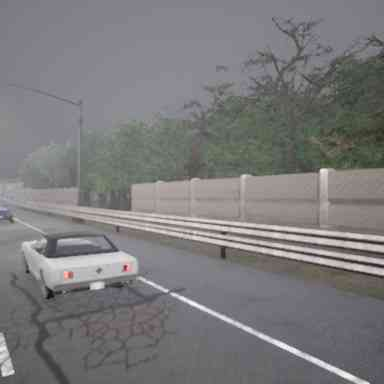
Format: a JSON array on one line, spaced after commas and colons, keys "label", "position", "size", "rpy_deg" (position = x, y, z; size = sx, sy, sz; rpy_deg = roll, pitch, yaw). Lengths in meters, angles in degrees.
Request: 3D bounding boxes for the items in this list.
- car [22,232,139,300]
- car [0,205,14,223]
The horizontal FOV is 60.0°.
[{"label": "car", "position": [-3.233, 1.708, 8.841], "size": [1.895, 1.301, 4.718], "rpy_deg": [1, -1, -34]}, {"label": "car", "position": [-16.402, 1.840, 28.257], "size": [1.812, 1.442, 4.674], "rpy_deg": [1, -1, -34]}]
